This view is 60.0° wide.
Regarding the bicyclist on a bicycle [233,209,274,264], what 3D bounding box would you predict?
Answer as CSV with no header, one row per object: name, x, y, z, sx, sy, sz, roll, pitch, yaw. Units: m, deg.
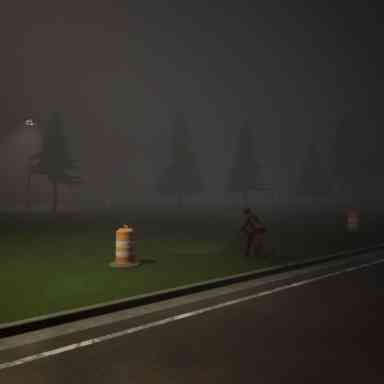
bicyclist on a bicycle,1.840,1.340,10.211,0.582,1.620,1.656,0,-2,-37
